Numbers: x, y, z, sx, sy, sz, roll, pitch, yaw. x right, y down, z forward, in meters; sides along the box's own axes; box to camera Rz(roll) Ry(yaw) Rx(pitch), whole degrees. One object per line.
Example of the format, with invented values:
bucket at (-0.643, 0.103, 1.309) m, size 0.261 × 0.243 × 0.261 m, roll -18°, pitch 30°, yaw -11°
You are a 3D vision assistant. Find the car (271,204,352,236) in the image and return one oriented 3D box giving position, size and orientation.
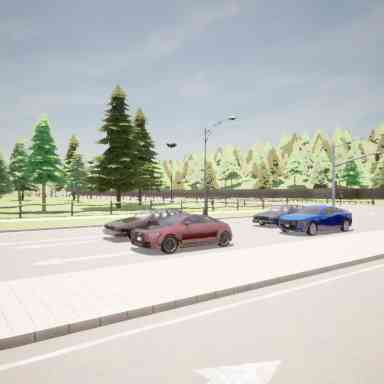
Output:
car at (6.990, 1.478, 18.700) m, size 5.008 × 1.535 × 1.882 m, roll 0°, pitch 0°, yaw -35°

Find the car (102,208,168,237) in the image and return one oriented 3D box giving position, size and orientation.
car at (-1.705, 1.547, 16.869) m, size 5.357 × 1.411 × 2.033 m, roll 0°, pitch 0°, yaw -35°

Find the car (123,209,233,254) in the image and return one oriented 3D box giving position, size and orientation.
car at (-0.345, 1.564, 13.546) m, size 4.181 × 1.385 × 1.994 m, roll 0°, pitch 0°, yaw -36°

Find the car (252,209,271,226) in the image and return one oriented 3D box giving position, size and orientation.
car at (6.531, 1.547, 22.643) m, size 5.357 × 1.411 × 2.033 m, roll 0°, pitch 0°, yaw -35°
